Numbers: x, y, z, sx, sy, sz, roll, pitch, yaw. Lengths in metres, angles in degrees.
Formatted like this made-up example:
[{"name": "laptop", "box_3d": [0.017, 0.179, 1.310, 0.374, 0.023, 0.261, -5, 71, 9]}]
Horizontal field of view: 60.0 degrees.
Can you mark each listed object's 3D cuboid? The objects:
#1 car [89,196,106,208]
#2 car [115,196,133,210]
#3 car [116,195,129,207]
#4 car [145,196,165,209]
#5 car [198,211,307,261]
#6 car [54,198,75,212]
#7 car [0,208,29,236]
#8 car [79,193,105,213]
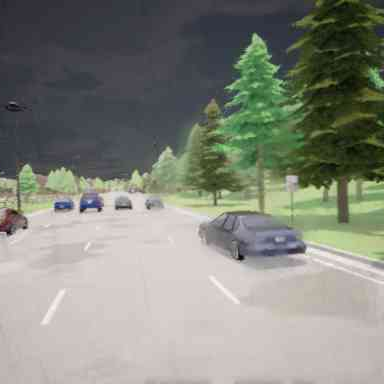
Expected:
[{"name": "car", "box_3d": [-13.918, 1.378, 49.220, 2.128, 1.511, 4.902, -2, 1, -12]}, {"name": "car", "box_3d": [-8.105, 1.379, 39.515, 1.994, 1.385, 4.181, -2, 1, -12]}, {"name": "car", "box_3d": [-10.473, 1.301, 49.816, 1.812, 1.442, 4.674, -2, 1, -12]}, {"name": "car", "box_3d": [-4.467, 1.234, 39.276, 1.812, 1.442, 4.674, -2, 1, -12]}, {"name": "car", "box_3d": [1.785, 1.366, 11.665, 2.033, 1.411, 5.357, -2, 1, -16]}, {"name": "car", "box_3d": [-15.556, 1.503, 40.805, 1.882, 1.535, 5.008, -2, 1, -12]}, {"name": "car", "box_3d": [-10.693, 1.643, 18.754, 1.812, 1.442, 4.674, -2, 1, -12]}, {"name": "car", "box_3d": [-11.094, 1.153, 36.767, 2.150, 2.045, 5.566, -2, 0, -12]}]
